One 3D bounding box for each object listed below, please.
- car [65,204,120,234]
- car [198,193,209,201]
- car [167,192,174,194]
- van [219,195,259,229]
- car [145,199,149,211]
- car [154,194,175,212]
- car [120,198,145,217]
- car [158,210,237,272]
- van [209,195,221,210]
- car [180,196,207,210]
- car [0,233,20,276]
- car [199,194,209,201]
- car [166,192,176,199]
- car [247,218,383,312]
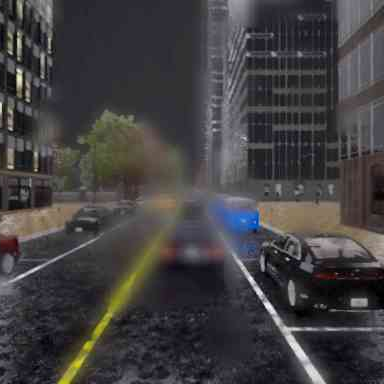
[{"bbox_3d":[-5.695,1.508,18.929,1.947,1.339,4.313,0,0,0],"label":"car"},{"bbox_3d":[2.674,1.109,68.453,1.967,1.590,4.097,0,0,0],"label":"car"},{"bbox_3d":[-5.709,1.182,74.129,1.887,1.381,4.507,0,0,0],"label":"car"},{"bbox_3d":[2.687,1.284,18.931,1.690,1.788,3.998,0,0,0],"label":"van"},{"bbox_3d":[-5.828,1.367,37.559,1.752,1.417,4.829,0,0,0],"label":"car"},{"bbox_3d":[-3.066,1.320,37.343,1.882,1.535,5.008,0,0,0],"label":"car"},{"bbox_3d":[-5.778,1.448,30.325,1.947,1.339,4.313,0,0,0],"label":"car"},{"bbox_3d":[0.024,1.523,10.624,2.033,1.411,5.357,0,0,1],"label":"car"},{"bbox_3d":[2.766,1.223,30.328,1.690,1.788,3.998,0,0,0],"label":"van"},{"bbox_3d":[0.038,1.402,27.796,1.837,1.490,4.892,0,1,0],"label":"car"},{"bbox_3d":[-5.694,1.529,7.524,1.887,1.381,4.507,0,0,0],"label":"car"},{"bbox_3d":[2.671,1.203,74.134,1.947,1.339,4.313,0,0,0],"label":"car"},{"bbox_3d":[-5.713,0.855,91.176,2.192,1.841,5.009,0,0,0],"label":"car"},{"bbox_3d":[2.688,1.535,7.527,2.008,1.369,4.403,0,0,0],"label":"car"}]
